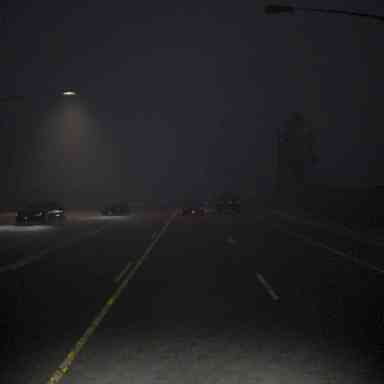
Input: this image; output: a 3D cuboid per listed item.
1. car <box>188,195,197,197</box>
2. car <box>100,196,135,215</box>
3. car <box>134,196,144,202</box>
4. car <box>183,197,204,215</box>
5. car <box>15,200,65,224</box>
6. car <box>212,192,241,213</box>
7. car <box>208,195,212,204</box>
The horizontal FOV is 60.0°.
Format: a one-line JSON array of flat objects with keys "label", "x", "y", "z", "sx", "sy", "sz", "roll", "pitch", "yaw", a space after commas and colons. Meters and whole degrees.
[{"label": "car", "x": 0.104, "y": 1.214, "z": 54.229, "sx": 1.882, "sy": 1.535, "sz": 5.008, "roll": 0, "pitch": 0, "yaw": 0}, {"label": "car", "x": -7.086, "y": 1.394, "z": 31.487, "sx": 2.033, "sy": 1.411, "sz": 5.357, "roll": 0, "pitch": 0, "yaw": 0}, {"label": "car", "x": -10.496, "y": 1.336, "z": 63.995, "sx": 1.895, "sy": 1.301, "sz": 4.718, "roll": 0, "pitch": 0, "yaw": 0}, {"label": "car", "x": 0.103, "y": 1.448, "z": 31.223, "sx": 1.895, "sy": 1.301, "sz": 4.718, "roll": 0, "pitch": 0, "yaw": 0}, {"label": "car", "x": -10.590, "y": 1.389, "z": 23.604, "sx": 1.837, "sy": 1.490, "sz": 4.892, "roll": 0, "pitch": 0, "yaw": 0}, {"label": "car", "x": 3.606, "y": 1.057, "z": 34.032, "sx": 2.150, "sy": 2.045, "sz": 5.566, "roll": 0, "pitch": 0, "yaw": 0}, {"label": "car", "x": 3.610, "y": 1.259, "z": 54.790, "sx": 1.812, "sy": 1.442, "sz": 4.674, "roll": 0, "pitch": 0, "yaw": 0}]
